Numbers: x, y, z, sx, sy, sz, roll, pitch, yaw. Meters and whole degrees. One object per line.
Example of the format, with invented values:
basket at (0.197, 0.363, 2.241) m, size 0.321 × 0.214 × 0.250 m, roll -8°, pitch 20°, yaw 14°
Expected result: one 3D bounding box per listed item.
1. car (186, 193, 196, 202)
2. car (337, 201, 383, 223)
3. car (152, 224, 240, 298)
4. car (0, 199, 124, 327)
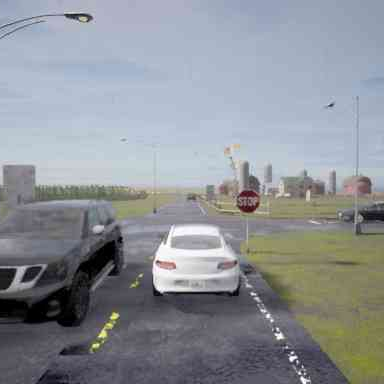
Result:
car at (-0.164, 1.229, 78.657) m, size 2.150 × 2.045 × 5.566 m, roll 0°, pitch 0°, yaw 0°
car at (13.206, 1.476, 24.367) m, size 4.892 × 1.490 × 1.837 m, roll 0°, pitch 1°, yaw -3°
car at (0.083, 1.524, 8.416) m, size 1.812 × 1.442 × 4.674 m, roll 0°, pitch 0°, yaw 0°
car at (-2.963, 1.220, 7.368) m, size 2.150 × 2.045 × 5.566 m, roll 0°, pitch 0°, yaw -1°
